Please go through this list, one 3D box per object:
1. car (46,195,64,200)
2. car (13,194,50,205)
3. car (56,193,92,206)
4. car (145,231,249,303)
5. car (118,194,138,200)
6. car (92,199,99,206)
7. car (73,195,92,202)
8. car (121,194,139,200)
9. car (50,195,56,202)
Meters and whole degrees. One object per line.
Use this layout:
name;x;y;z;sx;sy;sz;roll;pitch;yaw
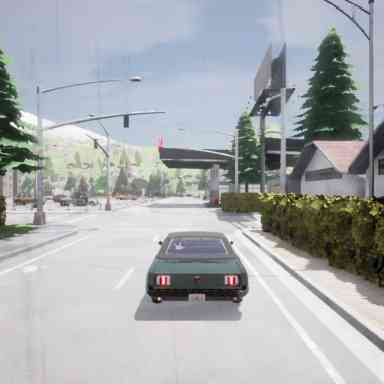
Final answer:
car;-35.054;1.384;84.975;3.806;1.475;1.970;0;0;0
car;-24.633;1.097;50.588;4.605;1.855;1.932;0;0;0
car;-16.747;1.077;47.343;3.866;1.878;1.905;0;0;0
car;0.099;1.601;8.155;1.895;1.301;4.718;0;0;0
car;-16.388;1.330;84.927;5.027;1.636;2.152;0;0;0
car;-16.154;1.361;50.671;3.806;1.475;1.970;0;0;0
car;-23.999;1.320;73.041;3.633;1.501;1.845;0;0;0
car;-16.457;1.340;88.064;4.514;1.523;2.007;0;0;0
car;-23.988;1.298;63.048;4.514;1.523;2.007;0;0;0
